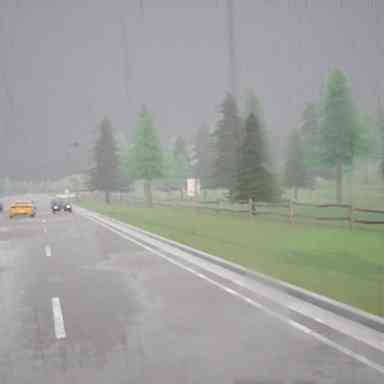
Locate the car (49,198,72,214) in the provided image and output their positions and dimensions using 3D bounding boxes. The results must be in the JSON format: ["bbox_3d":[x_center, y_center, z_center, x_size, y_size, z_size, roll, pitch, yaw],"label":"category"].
[{"bbox_3d":[-14.151,1.586,35.938,1.895,1.301,4.718,-1,0,-25],"label":"car"}]

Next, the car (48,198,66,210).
[{"bbox_3d":[-18.247,1.541,44.850,2.033,1.411,5.357,-1,0,-25],"label":"car"}]

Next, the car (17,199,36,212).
[{"bbox_3d":[-20.689,1.659,41.655,1.895,1.301,4.718,-1,0,-24],"label":"car"}]

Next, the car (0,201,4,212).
[{"bbox_3d":[-23.472,1.616,39.302,2.128,1.511,4.902,-1,1,-24],"label":"car"}]

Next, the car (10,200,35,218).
[{"bbox_3d":[-16.010,1.526,31.529,1.882,1.535,5.008,-1,1,-24],"label":"car"}]
